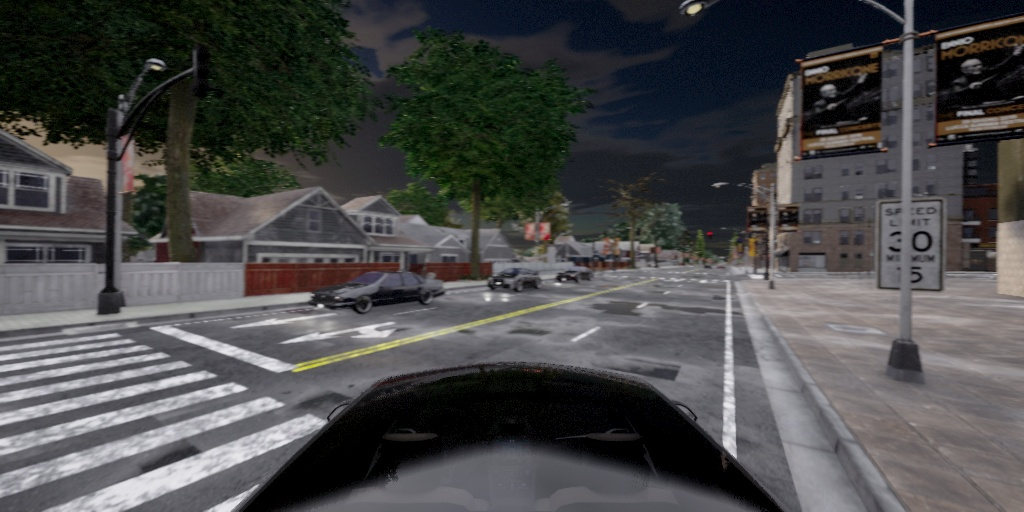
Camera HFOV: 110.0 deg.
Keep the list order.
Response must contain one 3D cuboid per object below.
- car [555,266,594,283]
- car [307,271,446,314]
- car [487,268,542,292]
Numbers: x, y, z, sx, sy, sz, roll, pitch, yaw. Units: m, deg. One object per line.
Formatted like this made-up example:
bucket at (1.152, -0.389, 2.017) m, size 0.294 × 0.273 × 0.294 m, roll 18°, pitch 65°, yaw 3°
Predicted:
car at (5.642, 1.546, 31.509) m, size 2.033 × 1.411 × 5.357 m, roll 1°, pitch 0°, yaw 31°
car at (-4.915, 1.285, 14.044) m, size 2.033 × 1.411 × 5.357 m, roll 1°, pitch 0°, yaw 31°
car at (0.240, 1.428, 22.589) m, size 1.994 × 1.385 × 4.181 m, roll 1°, pitch 0°, yaw 31°
